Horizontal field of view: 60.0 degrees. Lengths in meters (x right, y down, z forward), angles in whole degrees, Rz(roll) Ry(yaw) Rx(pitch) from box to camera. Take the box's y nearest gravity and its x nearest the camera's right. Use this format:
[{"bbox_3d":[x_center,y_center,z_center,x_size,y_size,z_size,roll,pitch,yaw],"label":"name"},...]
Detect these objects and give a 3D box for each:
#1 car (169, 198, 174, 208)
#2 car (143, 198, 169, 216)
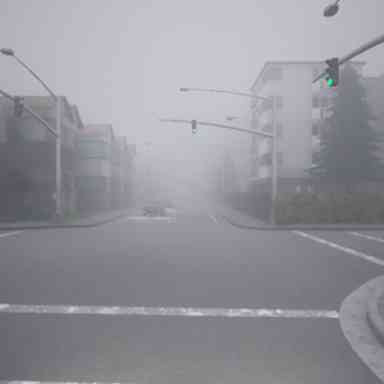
[{"bbox_3d":[-3.504,1.514,45.373,1.895,1.301,4.718,0,0,0],"label":"car"},{"bbox_3d":[-3.545,1.443,31.953,1.837,1.490,4.892,0,0,0],"label":"car"}]
